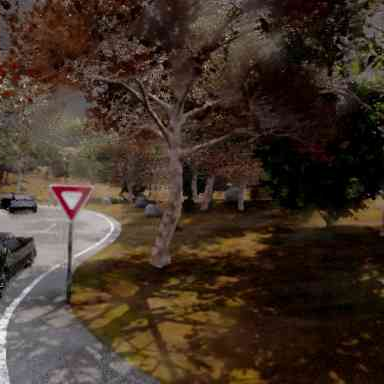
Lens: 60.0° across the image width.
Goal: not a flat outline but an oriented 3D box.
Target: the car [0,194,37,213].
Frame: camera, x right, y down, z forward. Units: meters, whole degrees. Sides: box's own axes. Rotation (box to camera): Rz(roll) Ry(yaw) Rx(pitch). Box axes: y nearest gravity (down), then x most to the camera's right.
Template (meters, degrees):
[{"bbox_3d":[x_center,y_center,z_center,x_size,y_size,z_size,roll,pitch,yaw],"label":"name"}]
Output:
[{"bbox_3d":[-13.745,0.805,26.212,1.994,1.385,4.181,2,1,-41],"label":"car"}]

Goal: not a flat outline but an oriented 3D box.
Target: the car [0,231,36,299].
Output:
[{"bbox_3d":[-5.309,1.605,8.324,1.895,1.301,4.718,2,0,-15],"label":"car"}]
